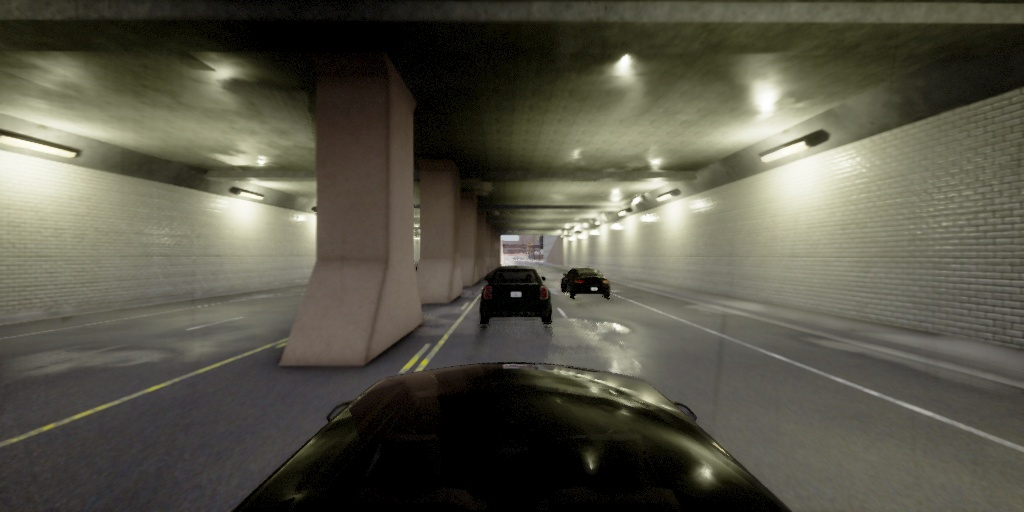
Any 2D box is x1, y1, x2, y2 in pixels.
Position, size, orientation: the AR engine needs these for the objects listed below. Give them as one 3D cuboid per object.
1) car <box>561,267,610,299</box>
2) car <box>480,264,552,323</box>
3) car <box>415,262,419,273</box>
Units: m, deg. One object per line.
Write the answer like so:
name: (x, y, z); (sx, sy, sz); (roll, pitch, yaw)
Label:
car: (3.597, 1.277, 17.995); (1.812, 1.442, 4.674); (0, 0, 0)
car: (0.110, 1.102, 12.192); (2.097, 1.767, 4.553); (0, 0, 0)
car: (-10.567, 1.348, 41.528); (1.895, 1.301, 4.718); (0, 0, 0)
